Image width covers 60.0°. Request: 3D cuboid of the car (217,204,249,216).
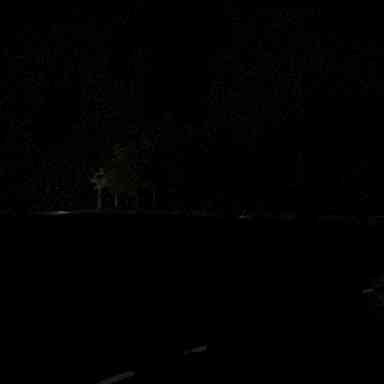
[{"bbox_3d":[5.082,2.206,41.529,1.994,1.385,4.181,-1,-1,-36],"label":"car"}]
